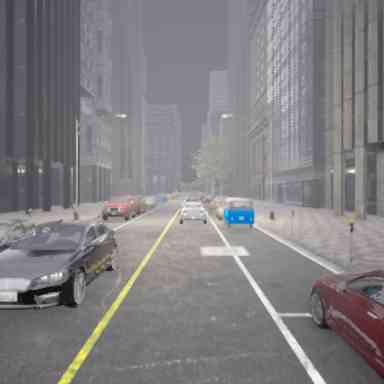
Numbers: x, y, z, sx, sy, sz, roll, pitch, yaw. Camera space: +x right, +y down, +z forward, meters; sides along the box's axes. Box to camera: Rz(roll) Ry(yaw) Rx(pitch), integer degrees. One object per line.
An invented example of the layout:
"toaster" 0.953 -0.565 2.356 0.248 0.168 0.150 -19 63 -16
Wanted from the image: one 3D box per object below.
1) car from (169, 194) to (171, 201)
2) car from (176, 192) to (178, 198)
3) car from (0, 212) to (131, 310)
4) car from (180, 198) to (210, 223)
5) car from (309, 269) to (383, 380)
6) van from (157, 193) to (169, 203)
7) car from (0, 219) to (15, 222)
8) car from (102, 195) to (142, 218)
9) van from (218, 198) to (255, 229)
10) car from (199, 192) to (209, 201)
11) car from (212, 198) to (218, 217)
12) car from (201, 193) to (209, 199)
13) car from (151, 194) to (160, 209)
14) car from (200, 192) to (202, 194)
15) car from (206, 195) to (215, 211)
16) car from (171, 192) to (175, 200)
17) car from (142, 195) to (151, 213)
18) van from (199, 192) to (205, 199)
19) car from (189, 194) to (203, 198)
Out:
"car" -5.698 1.322 66.126 1.947 1.339 4.313 0 0 0
"car" -5.712 1.276 94.322 1.802 1.307 4.206 0 0 0
"car" -3.079 1.470 7.991 2.128 1.511 4.902 0 0 0
"car" 0.089 1.450 24.359 1.812 1.442 4.674 0 0 0
"car" 2.856 1.571 4.078 1.802 1.307 4.206 0 0 0
"van" -5.695 1.115 60.487 1.690 1.788 3.998 0 0 0
"car" -5.672 1.525 9.736 2.008 1.369 4.403 0 0 0
"car" -5.679 1.230 26.654 2.192 1.841 5.009 0 0 0
"van" 2.849 1.279 20.996 1.690 1.788 3.998 0 0 0
"car" 2.821 1.045 77.394 2.192 1.841 5.009 0 0 0
"car" 2.847 1.440 26.809 1.752 1.417 4.829 0 0 0
"car" 2.833 1.233 54.838 1.967 1.590 4.097 0 0 0
"car" -5.688 1.367 43.363 1.752 1.417 4.829 0 1 1
"car" 2.830 1.214 60.476 1.967 1.590 4.097 0 0 0
"car" 2.848 1.390 38.122 1.752 1.417 4.829 0 1 1
"car" -5.704 1.170 77.404 1.967 1.590 4.097 0 0 0
"car" -5.682 1.207 32.295 2.192 1.841 5.009 0 0 0
"van" 2.813 1.036 94.313 1.690 1.788 3.998 0 0 0
"car" 0.079 1.392 46.223 1.994 1.385 4.181 0 0 0
